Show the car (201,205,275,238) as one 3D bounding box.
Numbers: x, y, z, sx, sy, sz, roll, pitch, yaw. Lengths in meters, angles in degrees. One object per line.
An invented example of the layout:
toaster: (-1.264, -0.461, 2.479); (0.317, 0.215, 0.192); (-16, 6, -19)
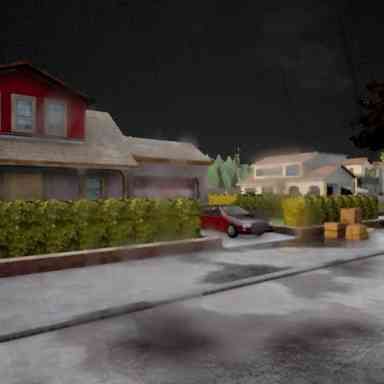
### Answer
car: (1.560, 1.344, 16.545); (2.033, 1.415, 5.357); (0, 0, -33)
